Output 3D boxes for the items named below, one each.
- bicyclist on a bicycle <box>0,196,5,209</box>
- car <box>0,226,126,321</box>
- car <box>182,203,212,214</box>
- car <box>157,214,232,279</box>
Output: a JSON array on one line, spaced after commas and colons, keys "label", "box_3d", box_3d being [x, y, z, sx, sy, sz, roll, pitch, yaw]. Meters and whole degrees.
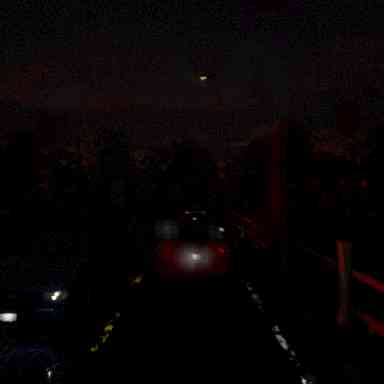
[{"label": "bicyclist on a bicycle", "box_3d": [-22.517, 1.244, 39.224, 0.582, 1.620, 1.656, 1, 0, 1]}, {"label": "car", "box_3d": [-2.854, 1.559, 7.823, 2.033, 1.411, 5.357, 0, 0, 0]}, {"label": "car", "box_3d": [0.328, 1.528, 23.760, 2.128, 1.511, 4.902, 0, 0, 4]}, {"label": "car", "box_3d": [0.070, 1.580, 10.129, 1.994, 1.385, 4.181, 0, 0, 0]}]
